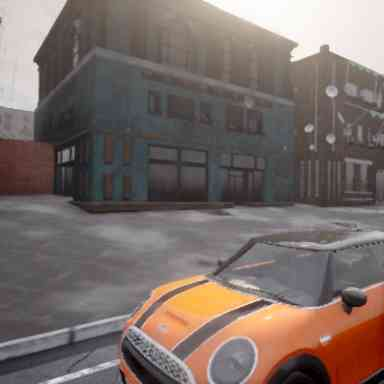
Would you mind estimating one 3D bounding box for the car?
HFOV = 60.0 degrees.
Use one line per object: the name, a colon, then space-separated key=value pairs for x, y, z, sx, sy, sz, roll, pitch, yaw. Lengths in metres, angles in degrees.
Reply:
car: x=1.395 y=1.352 z=4.359 sx=4.553 sy=1.767 sz=2.097 roll=0 pitch=0 yaw=-35
